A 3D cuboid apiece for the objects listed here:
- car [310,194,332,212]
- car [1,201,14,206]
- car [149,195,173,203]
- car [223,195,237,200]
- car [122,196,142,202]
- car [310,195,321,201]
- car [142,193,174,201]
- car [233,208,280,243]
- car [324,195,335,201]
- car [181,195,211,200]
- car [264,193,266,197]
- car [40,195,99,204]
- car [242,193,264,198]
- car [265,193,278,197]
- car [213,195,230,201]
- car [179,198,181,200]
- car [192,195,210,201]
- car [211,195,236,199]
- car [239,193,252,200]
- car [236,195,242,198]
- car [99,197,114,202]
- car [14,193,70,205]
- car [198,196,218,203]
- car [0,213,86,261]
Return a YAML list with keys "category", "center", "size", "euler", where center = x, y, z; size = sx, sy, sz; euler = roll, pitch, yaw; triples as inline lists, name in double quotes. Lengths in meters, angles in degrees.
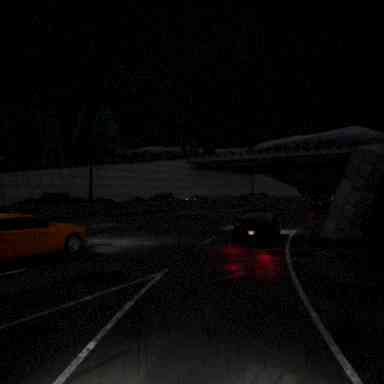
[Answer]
- category: "car"
  center: [15.334, 1.369, 38.654]
  size: [2.097, 1.767, 4.553]
  euler: [0, 0, 31]
- category: "car"
  center: [-18.729, 1.375, 37.095]
  size: [1.812, 1.442, 4.674]
  euler: [0, 0, 32]
- category: "car"
  center: [-5.950, 1.368, 64.447]
  size: [2.128, 1.511, 4.902]
  euler: [0, 0, 32]
- category: "car"
  center: [10.433, 1.507, 91.082]
  size: [1.895, 1.301, 4.718]
  euler: [0, 0, 32]
- category: "car"
  center: [-9.055, 1.399, 52.797]
  size: [1.812, 1.442, 4.674]
  euler: [0, 0, 32]
- category: "car"
  center: [31.770, 1.545, 85.697]
  size: [1.812, 1.442, 4.674]
  euler: [0, 0, 32]
- category: "car"
  center: [-4.960, 1.118, 52.773]
  size: [2.150, 2.045, 5.566]
  euler: [0, 0, 32]
- category: "car"
  center: [3.202, 1.517, 16.161]
  size: [1.812, 1.442, 4.674]
  euler: [0, 0, 18]
- category: "car"
  center: [34.753, 1.562, 83.865]
  size: [1.812, 1.442, 4.674]
  euler: [0, 0, 32]
- category: "car"
  center: [0.742, 1.270, 55.297]
  size: [2.097, 1.767, 4.553]
  euler: [0, 0, 32]
- category: "car"
  center: [19.409, 1.178, 92.318]
  size: [2.150, 2.045, 5.566]
  euler: [0, 0, 32]
- category: "car"
  center: [-12.403, 1.377, 34.025]
  size: [2.128, 1.511, 4.902]
  euler: [0, 0, 32]
- category: "car"
  center: [14.180, 1.178, 77.118]
  size: [2.150, 2.045, 5.566]
  euler: [0, 0, 32]
- category: "car"
  center: [22.148, 1.525, 90.093]
  size: [1.994, 1.385, 4.181]
  euler: [0, 0, 32]
- category: "car"
  center: [6.984, 1.392, 78.778]
  size: [1.882, 1.535, 5.008]
  euler: [0, 0, 32]
- category: "car"
  center: [-0.895, 1.421, 65.959]
  size: [1.812, 1.442, 4.674]
  euler: [0, 1, 32]
- category: "car"
  center: [2.146, 1.487, 77.591]
  size: [1.895, 1.301, 4.718]
  euler: [0, 0, 32]
- category: "car"
  center: [5.924, 1.479, 63.713]
  size: [2.033, 1.411, 5.357]
  euler: [0, 0, 32]
- category: "car"
  center: [14.683, 1.288, 91.312]
  size: [2.097, 1.767, 4.553]
  euler: [0, 0, 32]
- category: "car"
  center: [11.185, 1.413, 78.930]
  size: [1.882, 1.535, 5.008]
  euler: [0, 0, 32]
- category: "car"
  center: [-14.282, 1.452, 50.987]
  size: [1.895, 1.301, 4.718]
  euler: [0, 0, 32]
- category: "car"
  center: [-15.481, 1.090, 35.700]
  size: [2.150, 2.045, 5.566]
  euler: [0, 0, 32]
- category: "car"
  center: [3.270, 1.514, 66.050]
  size: [1.895, 1.301, 4.718]
  euler: [0, 0, 32]
- category: "car"
  center: [-5.823, 1.432, 10.923]
  size: [1.882, 1.535, 5.008]
  euler: [0, 0, 32]
